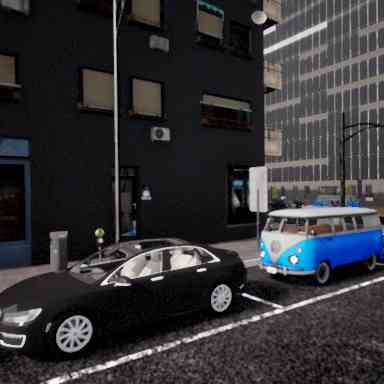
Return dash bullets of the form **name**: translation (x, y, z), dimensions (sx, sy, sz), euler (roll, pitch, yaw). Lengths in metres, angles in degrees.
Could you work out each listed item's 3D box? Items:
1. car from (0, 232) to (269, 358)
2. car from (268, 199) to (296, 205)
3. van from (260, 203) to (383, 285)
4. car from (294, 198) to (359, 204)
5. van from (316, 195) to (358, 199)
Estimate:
- **car**: translation (-0.962, 1.548, 5.884), dimensions (4.403, 1.369, 2.008), euler (0, -1, -35)
- **car**: translation (9.654, 1.379, 34.292), dimensions (1.947, 1.339, 4.313), euler (-1, 1, -35)
- **van**: translation (3.598, 1.333, 9.137), dimensions (3.998, 1.788, 1.690), euler (0, -1, -35)
- **car**: translation (11.254, 1.480, 27.663), dimensions (1.895, 1.301, 4.718), euler (-1, 1, -36)
- **van**: translation (12.831, 1.179, 29.773), dimensions (1.690, 1.788, 3.998), euler (-1, 1, -35)
